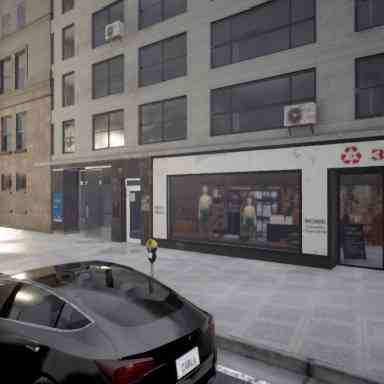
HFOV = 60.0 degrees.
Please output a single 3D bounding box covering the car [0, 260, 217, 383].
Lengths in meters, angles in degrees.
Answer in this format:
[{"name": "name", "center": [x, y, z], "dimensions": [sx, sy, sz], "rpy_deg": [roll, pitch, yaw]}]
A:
[{"name": "car", "center": [-1.725, 1.566, 4.200], "dimensions": [4.313, 1.339, 1.947], "rpy_deg": [0, 0, 36]}]
